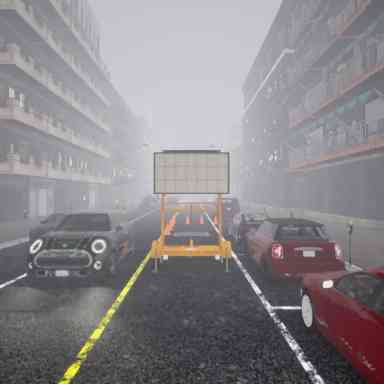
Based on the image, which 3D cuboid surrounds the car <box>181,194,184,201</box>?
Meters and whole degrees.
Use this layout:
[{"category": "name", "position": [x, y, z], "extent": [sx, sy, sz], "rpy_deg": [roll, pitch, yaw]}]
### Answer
[{"category": "car", "position": [-3.114, 1.327, 79.586], "extent": [2.097, 1.767, 4.553], "rpy_deg": [0, 0, 0]}]

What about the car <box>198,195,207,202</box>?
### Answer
[{"category": "car", "position": [2.580, 1.503, 77.368], "extent": [1.752, 1.417, 4.829], "rpy_deg": [0, 0, 0]}]

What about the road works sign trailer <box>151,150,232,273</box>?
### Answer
[{"category": "road works sign trailer", "position": [-0.015, 0.464, 10.690], "extent": [2.380, 3.560, 2.880], "rpy_deg": [0, 0, 0]}]

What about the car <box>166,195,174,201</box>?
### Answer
[{"category": "car", "position": [-5.816, 1.516, 88.463], "extent": [1.887, 1.381, 4.507], "rpy_deg": [0, 0, 0]}]

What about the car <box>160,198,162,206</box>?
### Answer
[{"category": "car", "position": [-5.758, 1.305, 49.008], "extent": [2.192, 1.841, 5.009], "rpy_deg": [0, 0, 0]}]

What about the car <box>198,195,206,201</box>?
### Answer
[{"category": "car", "position": [2.564, 1.516, 88.471], "extent": [1.887, 1.381, 4.507], "rpy_deg": [0, 0, 0]}]

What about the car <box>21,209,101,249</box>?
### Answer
[{"category": "car", "position": [-5.711, 1.565, 15.188], "extent": [1.947, 1.339, 4.313], "rpy_deg": [0, 0, 0]}]

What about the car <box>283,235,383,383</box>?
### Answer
[{"category": "car", "position": [2.686, 1.545, 3.925], "extent": [1.887, 1.381, 4.507], "rpy_deg": [0, 0, 0]}]

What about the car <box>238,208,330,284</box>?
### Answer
[{"category": "car", "position": [2.678, 1.440, 9.562], "extent": [1.967, 1.590, 4.097], "rpy_deg": [0, 0, 0]}]

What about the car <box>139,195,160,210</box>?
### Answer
[{"category": "car", "position": [-5.751, 1.432, 43.372], "extent": [1.967, 1.590, 4.097], "rpy_deg": [0, 0, 0]}]

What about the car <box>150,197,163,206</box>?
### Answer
[{"category": "car", "position": [-5.768, 1.570, 54.645], "extent": [1.802, 1.307, 4.206], "rpy_deg": [0, 0, 0]}]

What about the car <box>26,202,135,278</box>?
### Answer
[{"category": "car", "position": [-3.115, 1.352, 10.191], "extent": [2.097, 1.767, 4.553], "rpy_deg": [0, 0, 0]}]

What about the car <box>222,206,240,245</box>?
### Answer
[{"category": "car", "position": [2.670, 1.550, 15.197], "extent": [2.008, 1.369, 4.403], "rpy_deg": [0, 0, 0]}]

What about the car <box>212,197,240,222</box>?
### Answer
[{"category": "car", "position": [2.655, 1.312, 26.471], "extent": [2.192, 1.841, 5.009], "rpy_deg": [0, 0, 0]}]

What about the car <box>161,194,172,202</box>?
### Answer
[{"category": "car", "position": [-5.799, 1.292, 77.190], "extent": [2.192, 1.841, 5.009], "rpy_deg": [0, 0, 0]}]

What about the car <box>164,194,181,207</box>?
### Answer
[{"category": "car", "position": [-3.169, 1.466, 51.994], "extent": [1.882, 1.535, 5.008], "rpy_deg": [0, 0, 0]}]

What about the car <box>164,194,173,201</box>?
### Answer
[{"category": "car", "position": [-5.808, 1.414, 82.826], "extent": [1.967, 1.590, 4.097], "rpy_deg": [0, 0, 0]}]

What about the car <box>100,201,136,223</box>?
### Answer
[{"category": "car", "position": [-5.727, 1.523, 26.292], "extent": [1.752, 1.417, 4.829], "rpy_deg": [0, 0, 0]}]
